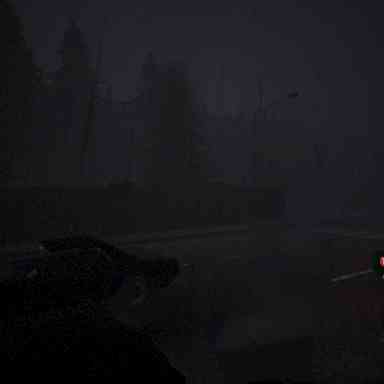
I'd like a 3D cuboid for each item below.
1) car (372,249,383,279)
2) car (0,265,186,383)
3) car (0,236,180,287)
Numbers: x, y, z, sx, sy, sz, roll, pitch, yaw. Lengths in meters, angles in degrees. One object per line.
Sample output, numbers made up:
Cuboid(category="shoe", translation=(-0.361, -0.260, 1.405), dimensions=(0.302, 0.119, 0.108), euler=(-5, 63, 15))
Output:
Cuboid(category="car", translation=(6.325, 1.477, 7.730), dimensions=(4.718, 1.301, 1.895), euler=(-1, 0, -33))
Cuboid(category="car", translation=(-2.287, 1.614, 1.950), dimensions=(4.718, 1.301, 1.895), euler=(-1, 0, -36))
Cuboid(category="car", translation=(-2.684, 1.588, 6.278), dimensions=(4.718, 1.301, 1.895), euler=(-1, 0, -34))
